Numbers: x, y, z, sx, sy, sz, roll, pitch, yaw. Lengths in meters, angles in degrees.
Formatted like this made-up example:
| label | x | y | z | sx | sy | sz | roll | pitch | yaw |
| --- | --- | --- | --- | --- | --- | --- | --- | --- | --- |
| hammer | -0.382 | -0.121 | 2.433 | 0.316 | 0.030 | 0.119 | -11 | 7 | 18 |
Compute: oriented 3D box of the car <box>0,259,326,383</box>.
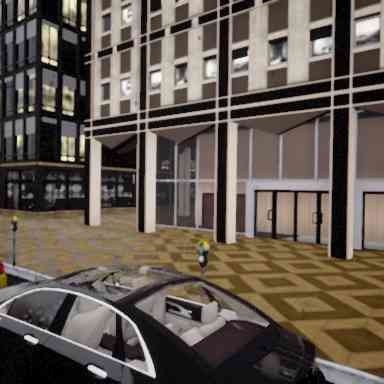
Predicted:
| label | x | y | z | sx | sy | sz | roll | pitch | yaw |
| --- | --- | --- | --- | --- | --- | --- | --- | --- | --- |
| car | -0.933 | 1.483 | 3.547 | 4.403 | 1.369 | 2.008 | 2 | 1 | 36 |
